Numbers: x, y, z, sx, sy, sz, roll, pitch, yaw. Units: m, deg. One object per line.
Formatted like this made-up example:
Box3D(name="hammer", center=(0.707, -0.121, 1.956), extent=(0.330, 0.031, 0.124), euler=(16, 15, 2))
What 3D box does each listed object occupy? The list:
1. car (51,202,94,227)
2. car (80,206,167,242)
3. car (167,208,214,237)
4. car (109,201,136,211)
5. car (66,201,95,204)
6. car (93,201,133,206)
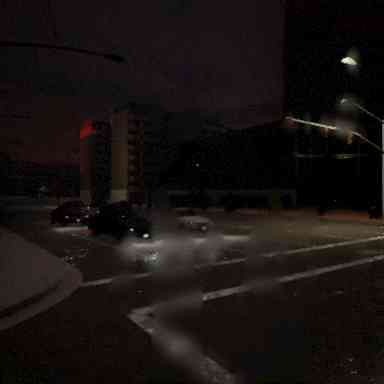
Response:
Box3D(name="car", center=(-9.342, 1.752, 25.253), extent=(1.812, 1.442, 4.674), euler=(0, -1, -36))
Box3D(name="car", center=(-3.776, 1.664, 17.526), extent=(2.033, 1.411, 5.357), euler=(0, -1, -38))
Box3D(name="car", center=(-0.717, 1.650, 19.302), extent=(1.812, 1.442, 4.674), euler=(0, -1, -36))
Box3D(name="car", center=(-10.832, 2.122, 51.466), extent=(2.033, 1.411, 5.357), euler=(0, -1, -35))
Box3D(name="car", center=(-12.377, 1.728, 35.407), extent=(2.097, 1.767, 4.553), euler=(0, -1, -36))
Box3D(name="car", center=(-6.034, 1.730, 26.656), extent=(1.837, 1.490, 4.892), euler=(0, -1, -36))
